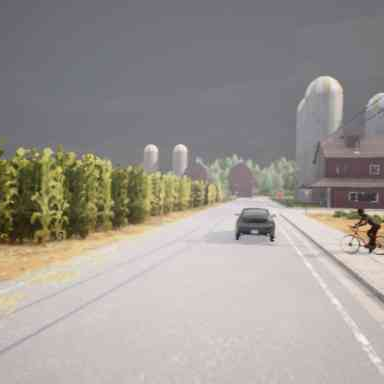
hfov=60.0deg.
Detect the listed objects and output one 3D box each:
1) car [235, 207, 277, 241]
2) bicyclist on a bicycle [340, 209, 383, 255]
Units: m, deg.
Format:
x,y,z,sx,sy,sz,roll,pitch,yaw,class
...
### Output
x,y,z,sx,sy,sz,roll,pitch,yaw,class
3.283,1.554,17.276,1.837,1.490,4.892,1,0,11,car
6.141,1.421,11.808,1.656,1.620,0.582,1,0,11,bicyclist on a bicycle
